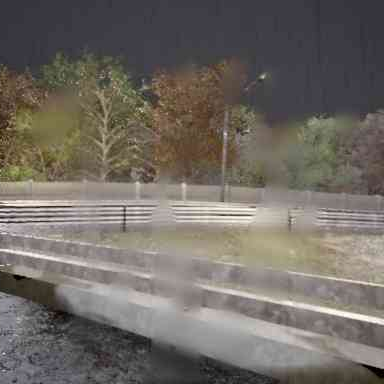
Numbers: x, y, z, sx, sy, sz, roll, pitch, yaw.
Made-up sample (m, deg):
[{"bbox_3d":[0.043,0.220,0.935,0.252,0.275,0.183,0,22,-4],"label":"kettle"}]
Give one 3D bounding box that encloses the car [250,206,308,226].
[{"bbox_3d":[6.746,1.838,25.882,4.674,1.442,1.812,2,0,-16],"label":"car"}]
